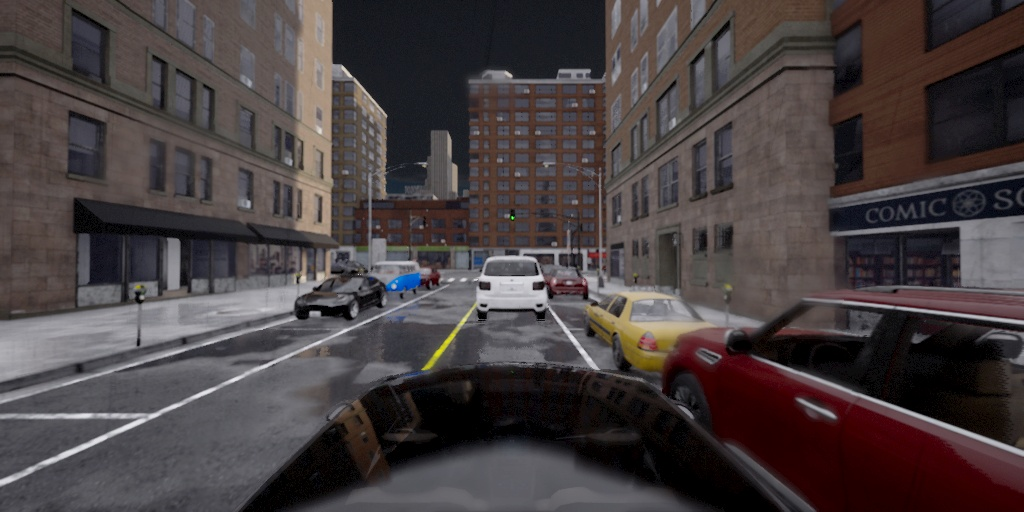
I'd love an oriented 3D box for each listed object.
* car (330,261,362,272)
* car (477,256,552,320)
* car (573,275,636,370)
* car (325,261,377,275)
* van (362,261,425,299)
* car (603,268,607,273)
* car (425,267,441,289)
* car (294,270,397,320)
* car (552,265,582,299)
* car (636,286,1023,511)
[{"bbox_3d":[-18.086,1.279,36.722,5.357,1.411,2.033,0,-1,0],"label":"car"},{"bbox_3d":[-0.020,1.023,12.910,2.150,2.045,5.566,0,0,0],"label":"car"},{"bbox_3d":[2.654,1.299,7.589,1.751,1.417,4.829,0,0,0],"label":"car"},{"bbox_3d":[-17.895,1.284,39.973,4.892,1.490,1.837,0,-1,0],"label":"car"},{"bbox_3d":[-5.901,1.164,18.362,1.690,1.789,3.998,0,0,0],"label":"van"},{"bbox_3d":[13.487,1.669,43.308,4.718,1.301,1.895,0,-1,0],"label":"car"},{"bbox_3d":[-5.915,1.394,23.845,1.888,1.381,4.507,0,0,0],"label":"car"},{"bbox_3d":[-5.886,1.364,12.880,1.948,1.339,4.313,0,0,0],"label":"car"},{"bbox_3d":[2.625,1.263,18.384,1.967,1.591,4.097,0,0,0],"label":"car"},{"bbox_3d":[2.669,1.065,1.936,2.192,1.841,5.009,0,0,0],"label":"car"}]
